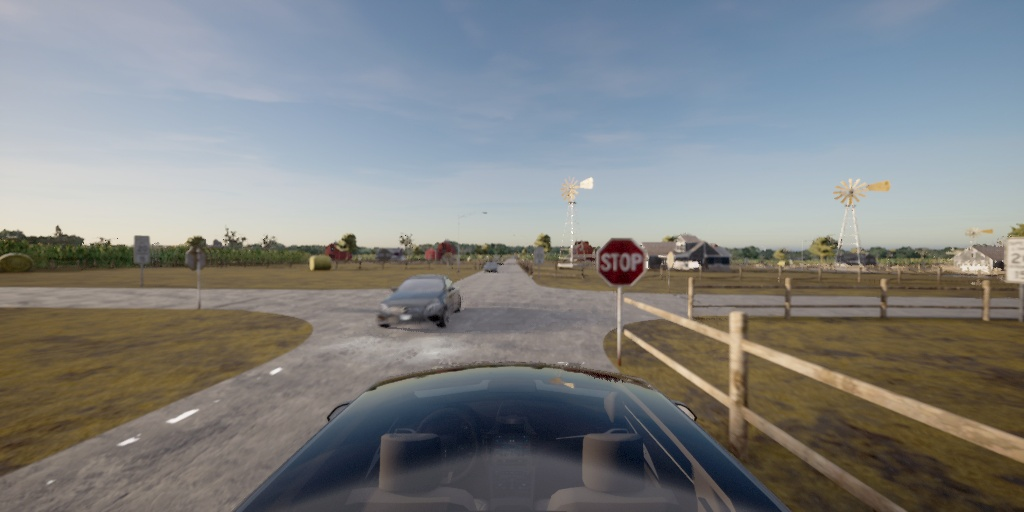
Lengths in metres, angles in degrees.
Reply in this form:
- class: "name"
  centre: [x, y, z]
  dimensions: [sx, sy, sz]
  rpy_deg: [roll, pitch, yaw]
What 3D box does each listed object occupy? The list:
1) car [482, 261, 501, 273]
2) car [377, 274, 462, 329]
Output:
- class: "car"
  centre: [-2.789, 1.560, 47.335]
  dimensions: [1.837, 1.490, 4.892]
  rpy_deg: [0, 1, 0]
- class: "car"
  centre: [-2.755, 1.338, 11.610]
  dimensions: [1.812, 1.442, 4.674]
  rpy_deg: [0, 0, 0]
